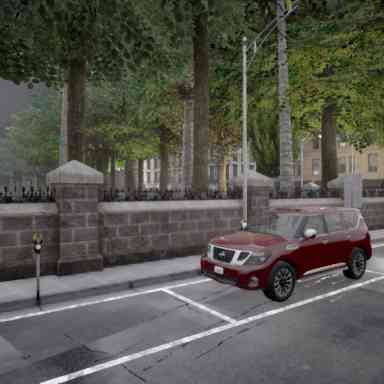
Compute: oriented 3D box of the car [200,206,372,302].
[{"bbox_3d":[2.595,1.314,8.441,5.009,1.841,2.192,0,0,-36],"label":"car"}]
